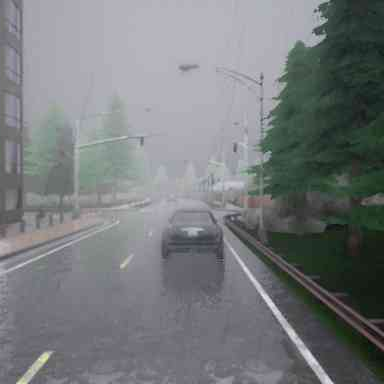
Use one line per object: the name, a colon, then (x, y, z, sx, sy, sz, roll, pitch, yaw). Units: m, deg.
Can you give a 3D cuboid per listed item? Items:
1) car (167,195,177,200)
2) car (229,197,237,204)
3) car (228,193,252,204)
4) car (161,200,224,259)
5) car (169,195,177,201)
car: (-4.107, 1.523, 68.643, 1.994, 1.385, 4.181, 0, 0, 0)
car: (8.833, 1.144, 56.047, 4.605, 1.855, 1.932, 0, 0, -1)
car: (8.417, 1.146, 58.557, 3.866, 1.878, 1.905, 0, 0, -1)
car: (0.040, 1.351, 12.800, 2.097, 1.767, 4.553, 0, 0, 1)
car: (-4.820, 1.479, 84.379, 1.812, 1.442, 4.674, 0, 0, -7)
